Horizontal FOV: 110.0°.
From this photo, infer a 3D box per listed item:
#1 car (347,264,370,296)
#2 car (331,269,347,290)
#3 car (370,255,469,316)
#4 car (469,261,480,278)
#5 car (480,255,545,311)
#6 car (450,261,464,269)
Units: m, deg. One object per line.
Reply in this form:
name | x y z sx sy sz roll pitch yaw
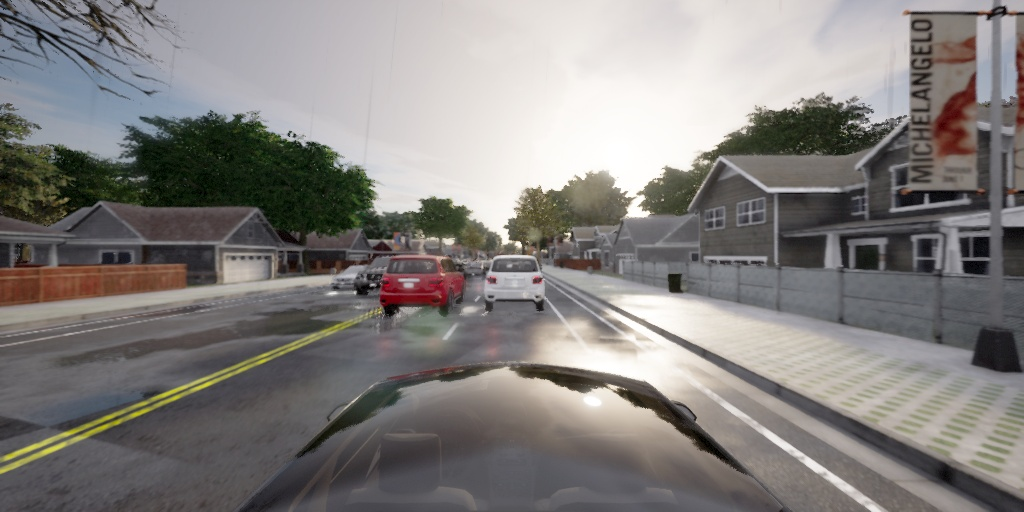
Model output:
car | -6.605 1.011 19.760 2.150 2.045 5.566 0 0 0
car | -9.855 1.327 23.202 1.812 1.442 4.674 0 0 0
car | -3.155 0.995 13.644 2.150 2.045 5.566 0 0 0
car | -3.161 1.323 31.802 2.128 1.511 4.902 0 0 0
car | 0.096 0.998 14.773 2.150 2.045 5.566 0 0 0
car | -9.789 1.559 64.189 1.895 1.301 4.718 0 0 0
